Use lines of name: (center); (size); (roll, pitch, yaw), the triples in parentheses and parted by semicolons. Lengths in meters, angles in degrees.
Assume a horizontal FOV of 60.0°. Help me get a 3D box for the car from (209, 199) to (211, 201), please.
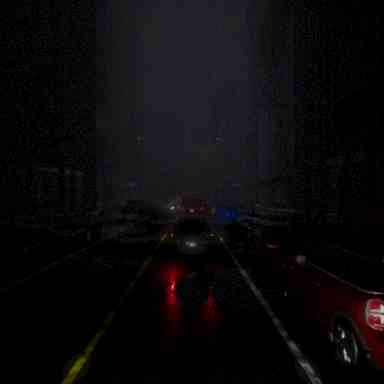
car: (2.859, 1.943, 45.415); (1.752, 1.417, 4.829); (0, 0, 1)

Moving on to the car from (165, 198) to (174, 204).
car: (-5.682, 2.215, 84.700); (1.967, 1.590, 4.097); (0, -1, 0)

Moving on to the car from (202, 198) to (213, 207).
car: (2.848, 1.996, 62.131); (1.967, 1.590, 4.097); (0, -1, 0)

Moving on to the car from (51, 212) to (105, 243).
car: (-5.670, 1.722, 17.032); (2.008, 1.369, 4.403); (0, -1, 0)

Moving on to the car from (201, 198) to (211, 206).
car: (2.848, 2.047, 67.769); (1.967, 1.590, 4.097); (0, -1, 0)

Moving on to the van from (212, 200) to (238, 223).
van: (2.855, 1.618, 28.292); (1.690, 1.788, 3.998); (0, 0, 0)

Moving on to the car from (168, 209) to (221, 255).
car: (0.023, 1.666, 13.902); (1.812, 1.442, 4.674); (0, 0, 0)

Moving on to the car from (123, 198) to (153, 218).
car: (-5.672, 1.640, 33.953); (2.192, 1.841, 5.009); (0, 0, 0)

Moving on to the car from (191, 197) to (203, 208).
car: (0.889, 1.884, 59.497); (2.097, 1.767, 4.553); (0, 0, 0)

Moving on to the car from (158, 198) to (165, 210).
car: (-5.675, 1.986, 50.659); (1.752, 1.417, 4.829); (0, 0, 1)

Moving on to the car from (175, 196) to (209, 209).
car: (0.007, 1.494, 27.561); (2.150, 2.045, 5.566); (0, 0, 0)

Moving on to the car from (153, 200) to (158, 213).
car: (-5.673, 1.687, 39.593); (2.192, 1.841, 5.009); (0, 0, 0)

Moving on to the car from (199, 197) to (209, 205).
car: (2.845, 2.032, 79.050); (2.192, 1.841, 5.009); (0, -1, 0)

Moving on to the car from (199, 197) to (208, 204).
car: (2.844, 2.090, 84.688); (2.192, 1.841, 5.009); (0, -1, 0)

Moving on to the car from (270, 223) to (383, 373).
car: (2.857, 1.500, 5.732); (1.967, 1.590, 4.097); (0, -1, 0)

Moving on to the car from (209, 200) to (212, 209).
car: (2.854, 1.852, 34.102); (1.752, 1.417, 4.829); (0, 0, 0)

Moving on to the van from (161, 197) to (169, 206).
van: (-5.677, 1.948, 67.784); (1.690, 1.788, 3.998); (0, 0, 0)

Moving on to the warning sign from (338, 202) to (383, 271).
warning sign: (5.065, 1.214, 9.534); (1.300, 1.860, 1.060); (0, -1, 0)

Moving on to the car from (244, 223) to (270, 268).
car: (2.856, 1.698, 11.371); (1.802, 1.307, 4.206); (0, -1, 0)

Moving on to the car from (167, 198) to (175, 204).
car: (-5.682, 2.379, 90.337); (1.887, 1.381, 4.507); (0, -1, 0)

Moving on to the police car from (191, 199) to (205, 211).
police car: (0.891, 1.877, 49.636); (1.930, 1.638, 5.238); (0, 0, 0)

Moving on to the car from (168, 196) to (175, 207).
car: (-3.026, 2.062, 65.335); (1.882, 1.535, 5.008); (0, -1, 0)

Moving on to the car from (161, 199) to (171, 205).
car: (-5.679, 2.226, 73.421); (1.947, 1.339, 4.313); (0, -1, 0)
